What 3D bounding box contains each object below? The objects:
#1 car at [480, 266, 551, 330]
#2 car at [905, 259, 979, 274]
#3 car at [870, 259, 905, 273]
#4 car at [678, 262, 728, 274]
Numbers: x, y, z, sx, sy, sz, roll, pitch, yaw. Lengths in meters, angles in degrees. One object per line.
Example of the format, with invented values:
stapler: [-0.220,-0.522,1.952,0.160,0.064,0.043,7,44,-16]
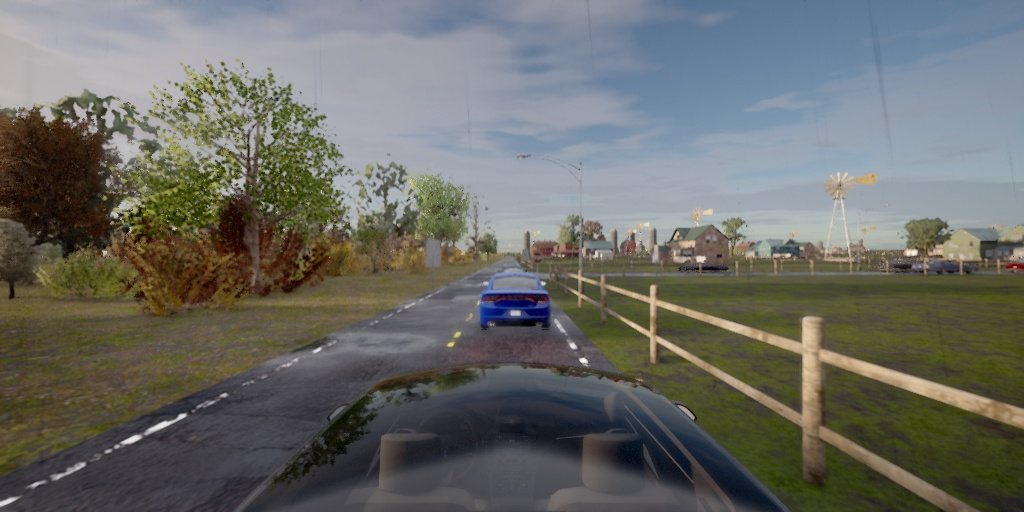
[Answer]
car: [0.085,1.239,11.222,1.882,1.535,5.008,0,0,0]
car: [44.557,1.113,36.978,5.357,1.411,2.033,0,0,-1]
car: [42.772,1.105,39.802,4.892,1.490,1.837,0,-1,-1]
car: [20.868,1.298,39.433,4.718,1.301,1.895,0,0,-1]
